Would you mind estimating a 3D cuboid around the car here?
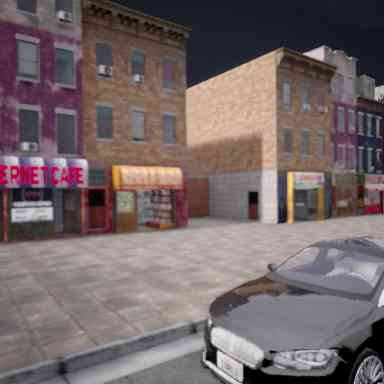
[{"bbox_3d":[2.370,1.473,4.766,4.902,1.511,2.128,0,0,-36],"label":"car"}]
